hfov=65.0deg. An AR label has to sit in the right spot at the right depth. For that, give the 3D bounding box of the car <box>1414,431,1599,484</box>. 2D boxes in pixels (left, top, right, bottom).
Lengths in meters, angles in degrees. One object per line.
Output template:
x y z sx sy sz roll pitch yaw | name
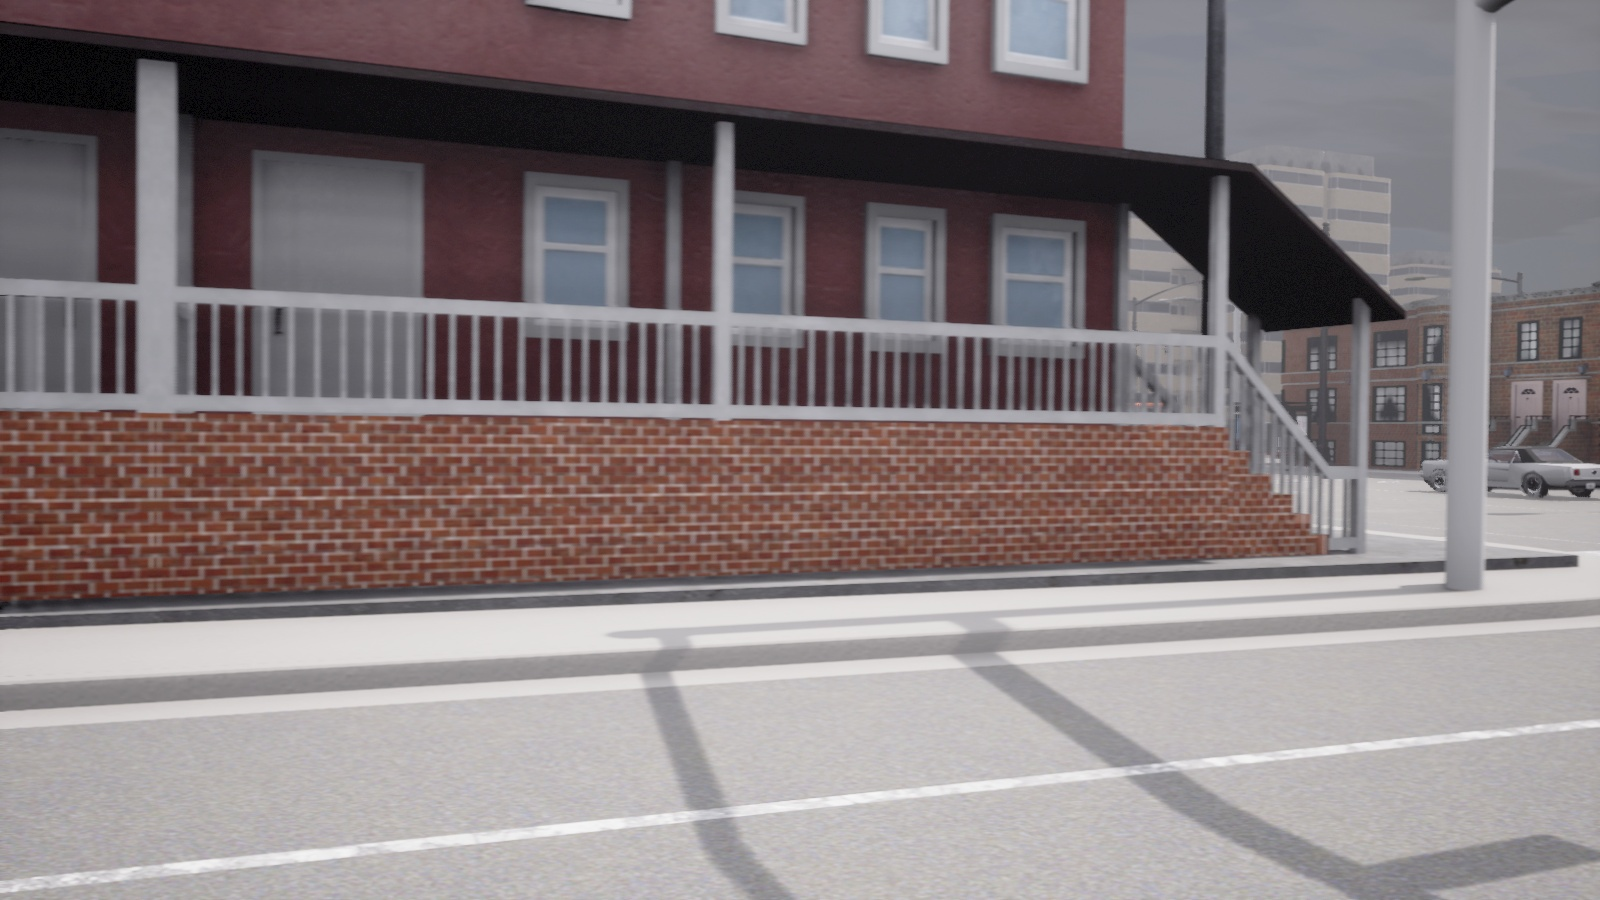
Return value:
19.019 0.148 33.483 1.895 1.301 4.718 -1 1 -21 | car

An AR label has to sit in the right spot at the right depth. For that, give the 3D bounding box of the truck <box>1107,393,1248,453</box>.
22.636 -1.653 75.223 7.936 3.462 2.891 -1 1 -21 | truck
